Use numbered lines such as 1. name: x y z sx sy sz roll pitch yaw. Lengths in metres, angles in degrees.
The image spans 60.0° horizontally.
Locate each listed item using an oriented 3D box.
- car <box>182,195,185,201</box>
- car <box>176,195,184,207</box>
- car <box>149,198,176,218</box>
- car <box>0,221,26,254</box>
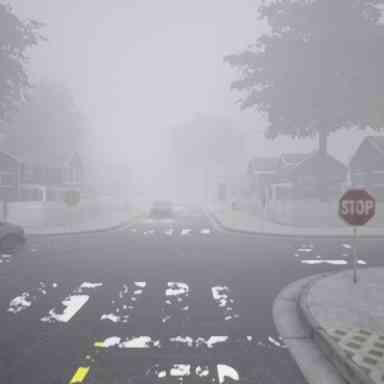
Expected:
1. car: -2.690 1.452 79.503 1.837 1.490 4.892 0 0 0
2. car: -2.710 1.602 52.230 1.895 1.301 4.718 0 0 0
3. car: -2.726 1.488 30.433 1.882 1.535 5.008 0 1 0
4. car: -8.234 1.548 11.735 1.994 1.385 4.181 0 0 43
